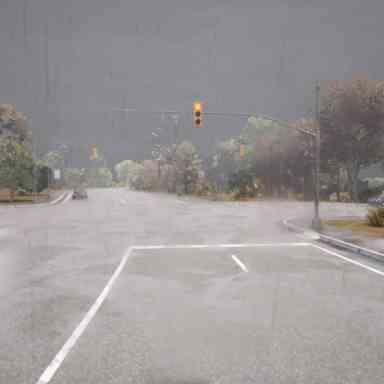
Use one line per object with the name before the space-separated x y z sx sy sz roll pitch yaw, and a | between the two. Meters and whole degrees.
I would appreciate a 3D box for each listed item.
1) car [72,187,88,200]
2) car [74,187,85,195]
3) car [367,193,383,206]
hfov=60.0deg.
car | -15.612 0.336 46.422 1.994 1.385 4.181 -1 2 -18
car | -22.163 -0.245 65.638 1.994 1.385 4.181 -1 2 -19
car | 23.765 0.929 40.593 4.553 1.767 2.097 3 1 -16
